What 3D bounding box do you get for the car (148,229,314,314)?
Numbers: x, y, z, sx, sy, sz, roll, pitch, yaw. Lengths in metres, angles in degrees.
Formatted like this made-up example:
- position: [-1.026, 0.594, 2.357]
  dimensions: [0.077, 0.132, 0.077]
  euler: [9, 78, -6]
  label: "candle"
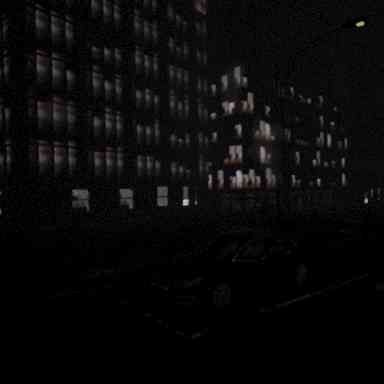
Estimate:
- position: [1.075, 1.586, 7.637]
  dimensions: [4.403, 1.369, 2.008]
  euler: [0, -1, -39]
  label: "car"
